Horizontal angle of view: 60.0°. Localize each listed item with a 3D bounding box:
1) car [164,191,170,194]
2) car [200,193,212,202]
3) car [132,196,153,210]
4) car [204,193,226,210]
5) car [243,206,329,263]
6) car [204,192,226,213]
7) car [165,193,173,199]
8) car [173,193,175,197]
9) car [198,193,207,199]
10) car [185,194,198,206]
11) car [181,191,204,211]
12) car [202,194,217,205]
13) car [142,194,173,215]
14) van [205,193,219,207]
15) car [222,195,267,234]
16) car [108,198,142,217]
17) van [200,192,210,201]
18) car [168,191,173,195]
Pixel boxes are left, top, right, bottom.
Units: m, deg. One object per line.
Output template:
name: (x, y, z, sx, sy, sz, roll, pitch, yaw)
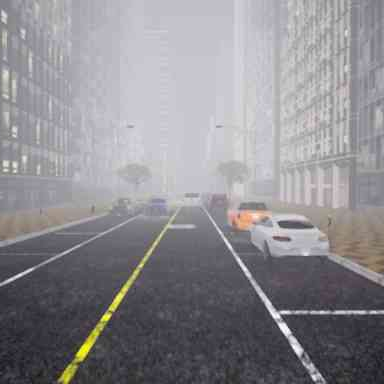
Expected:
car: (-5.758, 1.092, 62.170, 2.008, 1.369, 4.403, -1, 0, 0)
car: (2.622, 0.981, 62.177, 1.967, 1.590, 4.097, -1, 0, 0)
car: (-5.735, 1.237, 39.265, 1.752, 1.417, 4.829, -1, 0, 0)
car: (2.643, 1.025, 39.442, 2.192, 1.841, 5.009, -1, 0, 0)
car: (3.138, 1.441, 11.491, 1.812, 1.442, 4.674, 0, 0, 0)
car: (2.648, 1.067, 33.758, 2.192, 1.841, 5.009, -1, 0, 0)
car: (-5.779, 0.952, 84.904, 1.802, 1.307, 4.206, -1, 0, 0)
car: (-5.776, 0.728, 79.218, 2.192, 1.841, 5.009, -1, 0, 0)
car: (2.601, 0.921, 84.912, 2.008, 1.369, 4.403, -1, 0, 0)
car: (-0.022, 1.117, 48.974, 1.882, 1.535, 5.008, 0, 1, 1)
car: (0.029, 0.955, 36.490, 2.150, 2.045, 5.566, 0, 1, 1)
car: (2.633, 1.066, 50.810, 1.967, 1.590, 4.097, -1, 0, 0)
car: (-3.129, 1.251, 30.905, 1.882, 1.535, 5.008, 0, 0, 0)
van: (2.637, 1.009, 45.126, 1.690, 1.788, 3.998, -1, 0, 0)
car: (3.095, 1.217, 18.460, 2.097, 1.767, 4.553, 0, 0, 0)
car: (-5.726, 1.234, 28.067, 1.967, 1.590, 4.097, -1, 0, 0)
van: (2.615, 0.839, 67.859, 1.690, 1.788, 3.998, -1, 0, 0)
car: (-5.769, 0.896, 73.536, 1.967, 1.590, 4.097, -1, 0, 0)
